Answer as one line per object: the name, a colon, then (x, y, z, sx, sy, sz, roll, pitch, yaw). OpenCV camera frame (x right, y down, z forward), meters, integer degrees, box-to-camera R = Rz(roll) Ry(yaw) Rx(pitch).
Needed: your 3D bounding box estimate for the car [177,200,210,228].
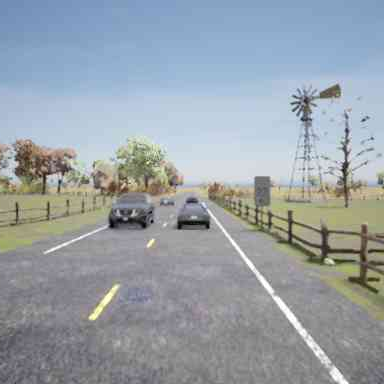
car: (0.109, 1.428, 21.183, 1.994, 1.385, 4.181, 0, 0, 0)

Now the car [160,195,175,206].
car: (-3.522, 1.185, 47.722, 2.128, 1.511, 4.902, 0, 0, 1)

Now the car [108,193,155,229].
car: (-3.589, 1.089, 20.745, 2.150, 2.045, 5.566, 0, 0, 0)

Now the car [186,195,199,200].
car: (0.030, 1.193, 48.777, 1.837, 1.490, 4.892, 0, 1, 0)
